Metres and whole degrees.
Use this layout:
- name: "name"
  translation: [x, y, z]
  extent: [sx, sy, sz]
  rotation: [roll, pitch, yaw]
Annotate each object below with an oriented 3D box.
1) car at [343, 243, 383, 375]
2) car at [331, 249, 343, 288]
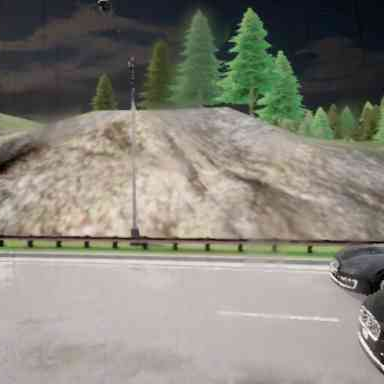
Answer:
- name: "car"
  translation: [4.496, 1.458, 3.554]
  extent: [4.892, 1.490, 1.837]
  rotation: [-1, 0, 13]
- name: "car"
  translation: [5.512, 1.447, 6.900]
  extent: [4.892, 1.490, 1.837]
  rotation: [-1, 0, 13]
